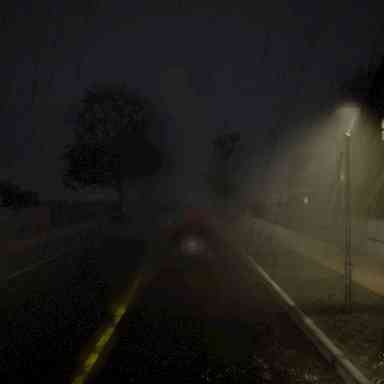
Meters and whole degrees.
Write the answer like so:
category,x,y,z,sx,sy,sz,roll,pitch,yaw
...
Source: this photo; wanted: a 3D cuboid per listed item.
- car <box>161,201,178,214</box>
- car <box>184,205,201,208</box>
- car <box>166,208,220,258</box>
category,x,y,z,sx,sy,sz,roll,pitch,yaw
car,-2.804,1.934,41.803,1.882,1.535,5.008,0,-1,0
car,0.045,1.808,27.245,1.837,1.490,4.892,0,0,0
car,0.055,1.628,13.406,1.882,1.535,5.008,0,0,1
